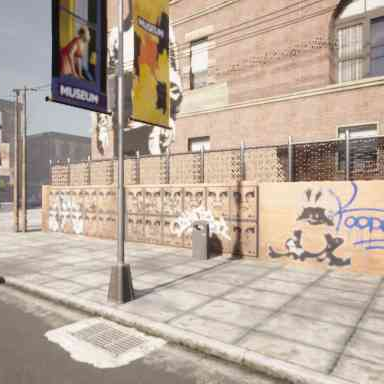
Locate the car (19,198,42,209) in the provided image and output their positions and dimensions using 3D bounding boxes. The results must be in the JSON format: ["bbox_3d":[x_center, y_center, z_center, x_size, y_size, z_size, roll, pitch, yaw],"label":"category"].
[{"bbox_3d":[-21.637,1.525,44.700,1.812,1.442,4.674,0,0,15],"label":"car"}]

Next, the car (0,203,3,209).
[{"bbox_3d":[-25.905,1.525,41.576,1.812,1.442,4.674,0,0,8],"label":"car"}]
